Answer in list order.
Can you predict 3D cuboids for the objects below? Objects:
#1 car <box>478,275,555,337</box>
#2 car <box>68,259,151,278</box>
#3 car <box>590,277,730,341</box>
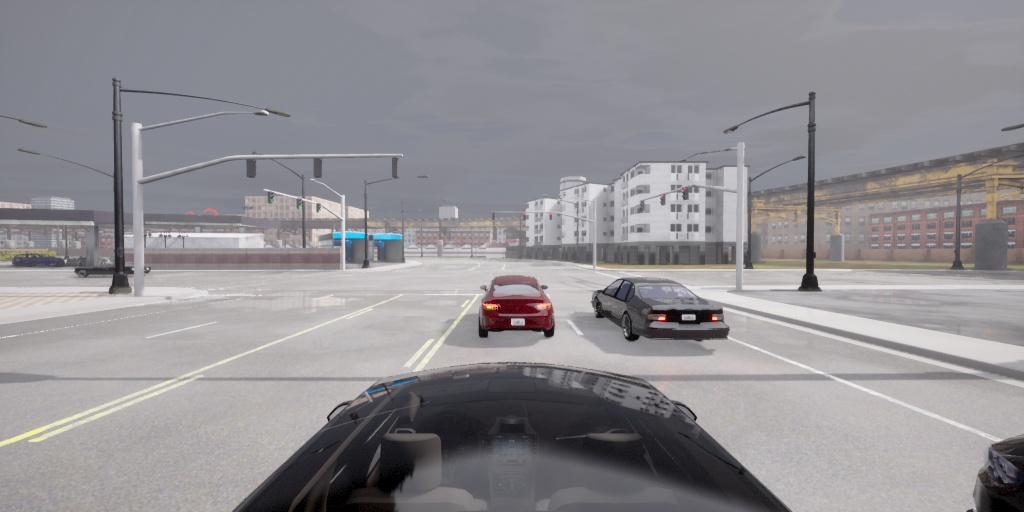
[{"bbox_3d":[0.071,1.256,10.074,1.812,1.442,4.674,0,0,-1],"label":"car"},{"bbox_3d":[-33.696,1.135,30.268,4.718,1.301,1.895,0,1,-1],"label":"car"},{"bbox_3d":[3.582,1.282,9.790,2.033,1.411,5.357,0,0,0],"label":"car"}]
